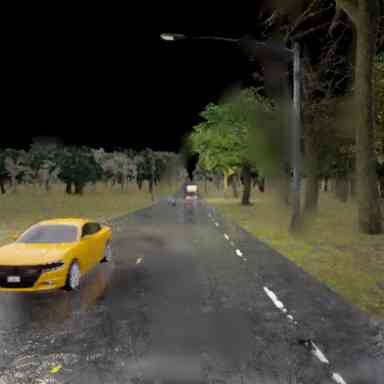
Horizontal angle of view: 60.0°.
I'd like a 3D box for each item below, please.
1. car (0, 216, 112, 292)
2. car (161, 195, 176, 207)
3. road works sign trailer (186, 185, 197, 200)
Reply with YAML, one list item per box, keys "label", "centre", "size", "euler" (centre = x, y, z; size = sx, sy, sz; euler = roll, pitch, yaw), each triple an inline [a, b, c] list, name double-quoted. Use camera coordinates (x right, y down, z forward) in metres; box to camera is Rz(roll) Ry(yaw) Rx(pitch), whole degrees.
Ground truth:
- label: "car"
  centre: [-3.600, 1.496, 9.223]
  size: [1.882, 1.535, 5.008]
  euler: [0, 0, 0]
- label: "car"
  centre: [-3.564, 1.311, 51.381]
  size: [2.097, 1.767, 4.553]
  euler: [0, 0, 0]
- label: "road works sign trailer"
  centre: [0.001, 0.123, 82.897]
  size: [2.380, 3.560, 2.880]
  euler: [0, 1, 0]
